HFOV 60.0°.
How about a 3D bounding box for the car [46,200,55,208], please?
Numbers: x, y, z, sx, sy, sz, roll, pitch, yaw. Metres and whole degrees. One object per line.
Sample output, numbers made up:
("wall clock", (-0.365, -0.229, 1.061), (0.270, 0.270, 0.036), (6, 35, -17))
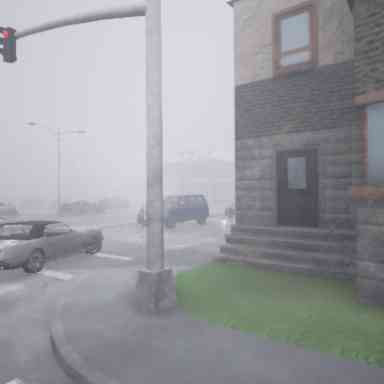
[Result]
("car", (-20.680, 1.785, 53.989), (2.007, 1.523, 4.514), (-1, 0, 35))

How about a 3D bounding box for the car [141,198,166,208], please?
("car", (-6.060, 1.725, 53.092), (1.970, 1.475, 3.806), (-1, 0, 35))

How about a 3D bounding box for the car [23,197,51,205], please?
("car", (-33.966, 2.032, 72.960), (2.152, 1.636, 5.027), (-1, 0, 35))

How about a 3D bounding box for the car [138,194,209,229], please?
("car", (-1.035, 1.176, 21.783), (2.150, 2.045, 5.566), (-1, 0, 36))

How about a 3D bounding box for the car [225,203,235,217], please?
("car", (4.812, 1.432, 29.896), (1.882, 1.535, 5.008), (-1, 0, 36))

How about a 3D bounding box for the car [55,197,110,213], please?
("car", (-11.128, 1.595, 33.990), (2.007, 1.523, 4.514), (-1, 0, 35))

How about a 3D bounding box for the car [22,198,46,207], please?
("car", (-28.787, 1.905, 59.831), (1.845, 1.501, 3.633), (-1, 0, 35))

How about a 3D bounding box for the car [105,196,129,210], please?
("car", (-10.959, 1.462, 46.172), (1.932, 1.855, 4.605), (-1, 0, 35))

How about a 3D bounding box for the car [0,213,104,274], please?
("car", (-4.623, 1.517, 10.258), (1.895, 1.301, 4.718), (-1, 0, 14))

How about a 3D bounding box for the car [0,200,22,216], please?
("car", (-18.206, 1.565, 30.383), (1.970, 1.475, 3.806), (-1, 0, 35))

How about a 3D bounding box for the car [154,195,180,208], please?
("car", (-3.712, 1.409, 50.664), (1.905, 1.878, 3.866), (-1, 0, 35))

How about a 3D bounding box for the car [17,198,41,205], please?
("car", (-36.549, 2.072, 74.741), (2.007, 1.523, 4.514), (-1, 0, 35))
